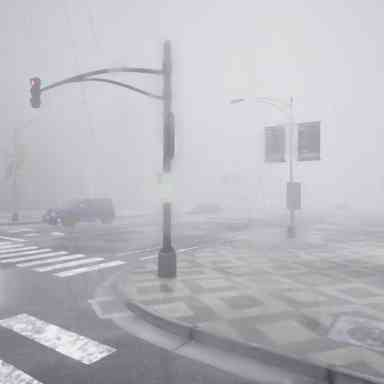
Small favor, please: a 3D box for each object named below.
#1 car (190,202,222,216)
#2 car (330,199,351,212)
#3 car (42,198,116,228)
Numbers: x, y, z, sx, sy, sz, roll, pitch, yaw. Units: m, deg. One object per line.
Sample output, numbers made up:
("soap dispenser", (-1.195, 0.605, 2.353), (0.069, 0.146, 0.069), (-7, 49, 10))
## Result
("car", (1.722, 2.002, 39.024), (1.837, 1.490, 4.892), (0, 0, 35))
("car", (24.540, 2.383, 54.106), (2.128, 1.511, 4.902), (0, -1, 35))
("car", (-8.238, 1.470, 24.934), (2.150, 2.045, 5.566), (0, -1, 35))
